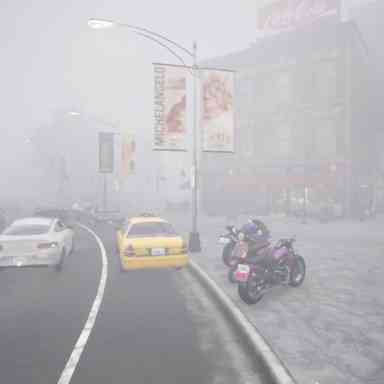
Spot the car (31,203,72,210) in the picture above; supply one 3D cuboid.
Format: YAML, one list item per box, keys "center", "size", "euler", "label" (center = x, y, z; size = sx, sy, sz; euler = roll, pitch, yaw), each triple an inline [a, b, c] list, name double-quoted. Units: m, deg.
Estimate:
- center: [-9.739, 1.469, 22.626]
  size: [1.882, 1.535, 5.008]
  euler: [0, 0, -29]
  label: "car"

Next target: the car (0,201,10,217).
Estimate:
- center: [-12.984, 1.536, 21.321]
  size: [2.033, 1.411, 5.357]
  euler: [0, 0, -29]
  label: "car"

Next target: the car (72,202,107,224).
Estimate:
- center: [-9.033, 1.513, 27.542]
  size: [2.002, 1.452, 4.674]
  euler: [0, 0, -35]
  label: "car"

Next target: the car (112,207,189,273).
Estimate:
- center: [-1.493, 1.456, 10.762]
  size: [1.801, 1.575, 5.366]
  euler: [0, 0, -15]
  label: "car"

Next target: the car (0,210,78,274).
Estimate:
- center: [-4.857, 1.522, 10.492]
  size: [1.812, 1.442, 4.674]
  euler: [0, 0, -15]
  label: "car"

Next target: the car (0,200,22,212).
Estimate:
- center: [-19.970, 1.529, 35.562]
  size: [5.357, 1.411, 2.033]
  euler: [0, 0, 43]
  label: "car"
